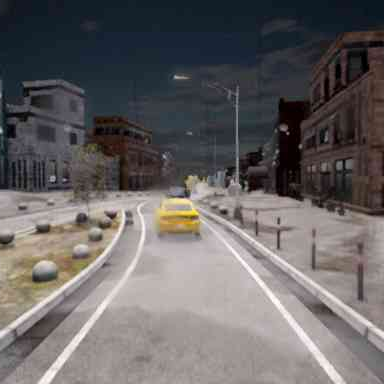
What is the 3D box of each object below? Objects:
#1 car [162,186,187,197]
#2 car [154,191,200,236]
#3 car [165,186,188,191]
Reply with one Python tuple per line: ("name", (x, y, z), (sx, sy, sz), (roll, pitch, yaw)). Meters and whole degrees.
("car", (-2.418, -0.078, 46.563), (2.128, 1.511, 4.902), (1, 0, 14))
("car", (-0.807, 1.084, 16.326), (1.882, 1.535, 5.008), (0, 5, -8))
("car", (-1.423, 0.117, 36.452), (1.994, 1.385, 4.181), (0, 1, 12))
